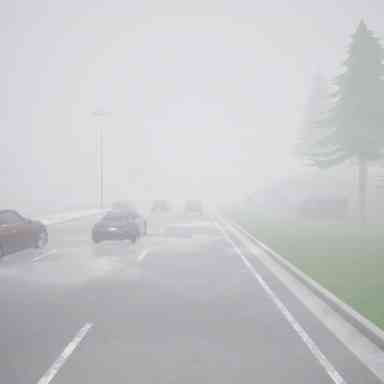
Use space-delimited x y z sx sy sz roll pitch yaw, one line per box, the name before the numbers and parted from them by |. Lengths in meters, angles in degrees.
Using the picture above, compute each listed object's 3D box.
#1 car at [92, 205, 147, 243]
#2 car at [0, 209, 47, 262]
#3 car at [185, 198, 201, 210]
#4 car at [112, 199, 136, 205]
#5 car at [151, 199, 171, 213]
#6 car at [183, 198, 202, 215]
car | -3.400 1.564 16.213 1.994 1.385 4.181 0 0 0
car | -6.901 1.352 11.615 2.097 1.767 4.553 0 0 0
car | 0.134 1.547 44.261 2.033 1.411 5.357 0 0 1
car | -6.900 1.477 34.073 1.882 1.535 5.008 0 0 0
car | -3.398 1.503 36.749 1.837 1.490 4.892 0 0 0
car | 0.095 1.547 34.183 2.033 1.411 5.357 0 0 0
